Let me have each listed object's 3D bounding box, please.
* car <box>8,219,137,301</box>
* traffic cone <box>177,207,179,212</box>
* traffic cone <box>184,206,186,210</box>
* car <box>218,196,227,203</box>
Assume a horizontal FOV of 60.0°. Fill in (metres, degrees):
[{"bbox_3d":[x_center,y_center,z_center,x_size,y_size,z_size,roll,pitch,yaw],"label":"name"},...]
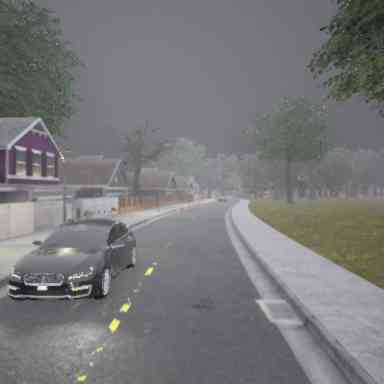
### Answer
[{"bbox_3d":[-2.653,1.503,8.509,1.837,1.490,4.892,0,0,2],"label":"car"},{"bbox_3d":[-1.521,1.955,36.939,0.340,0.580,0.340,0,0,7],"label":"traffic cone"},{"bbox_3d":[-0.863,1.956,41.936,0.340,0.580,0.340,0,0,8],"label":"traffic cone"},{"bbox_3d":[6.762,1.526,73.802,1.882,1.535,5.008,0,0,9],"label":"car"}]
